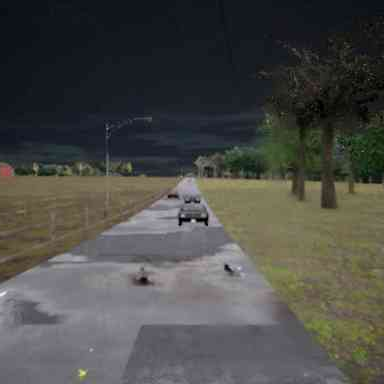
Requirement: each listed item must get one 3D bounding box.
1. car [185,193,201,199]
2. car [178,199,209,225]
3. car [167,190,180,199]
[{"bbox_3d":[0.069,0.827,39.517,1.895,1.301,4.718,0,2,0],"label":"car"},{"bbox_3d":[0.083,1.375,21.913,1.895,1.301,4.718,0,1,0],"label":"car"},{"bbox_3d":[-2.791,0.389,50.515,1.895,1.301,4.718,0,2,0],"label":"car"}]
